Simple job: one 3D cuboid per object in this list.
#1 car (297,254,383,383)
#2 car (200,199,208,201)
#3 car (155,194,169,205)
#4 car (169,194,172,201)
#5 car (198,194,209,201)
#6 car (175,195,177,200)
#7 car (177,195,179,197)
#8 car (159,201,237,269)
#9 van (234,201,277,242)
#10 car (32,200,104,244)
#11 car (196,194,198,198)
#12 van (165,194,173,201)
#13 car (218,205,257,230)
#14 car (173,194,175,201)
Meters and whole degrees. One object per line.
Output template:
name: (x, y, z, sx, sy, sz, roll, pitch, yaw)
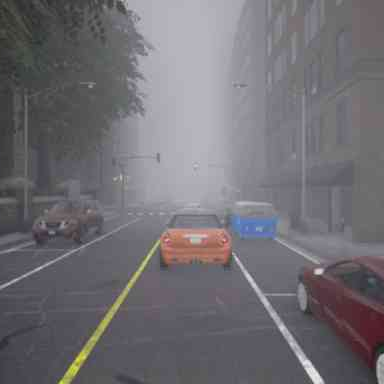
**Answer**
car: (2.856, 1.549, 4.684, 1.887, 1.381, 4.507, 0, 0, 0)
car: (0.106, 1.538, 24.973, 1.812, 1.442, 4.674, 0, 0, 0)
car: (-5.655, 1.535, 59.486, 1.752, 1.417, 4.829, 0, 0, 0)
car: (-5.654, 1.562, 65.106, 2.008, 1.369, 4.403, 0, 0, 0)
car: (2.873, 1.458, 76.042, 1.967, 1.590, 4.097, 0, 0, 0)
car: (-5.649, 1.577, 86.910, 2.008, 1.369, 4.403, 0, 0, 0)
car: (-5.648, 1.347, 92.361, 2.192, 1.841, 5.009, 0, 0, 0)
car: (0.103, 1.360, 11.309, 2.097, 1.767, 4.553, 0, 0, 0)
van: (2.859, 1.352, 16.005, 1.690, 1.788, 3.998, 0, 0, 0)
car: (-5.666, 1.325, 15.967, 2.192, 1.841, 5.009, 0, 0, 0)
car: (2.876, 1.578, 86.939, 2.008, 1.369, 4.403, 0, 0, 0)
van: (-5.650, 1.362, 81.459, 1.690, 1.788, 3.998, 0, 0, 0)
car: (2.861, 1.578, 21.666, 1.947, 1.339, 4.313, 0, 0, 0)
car: (-5.651, 1.562, 76.009, 1.887, 1.381, 4.507, 0, 0, 0)
